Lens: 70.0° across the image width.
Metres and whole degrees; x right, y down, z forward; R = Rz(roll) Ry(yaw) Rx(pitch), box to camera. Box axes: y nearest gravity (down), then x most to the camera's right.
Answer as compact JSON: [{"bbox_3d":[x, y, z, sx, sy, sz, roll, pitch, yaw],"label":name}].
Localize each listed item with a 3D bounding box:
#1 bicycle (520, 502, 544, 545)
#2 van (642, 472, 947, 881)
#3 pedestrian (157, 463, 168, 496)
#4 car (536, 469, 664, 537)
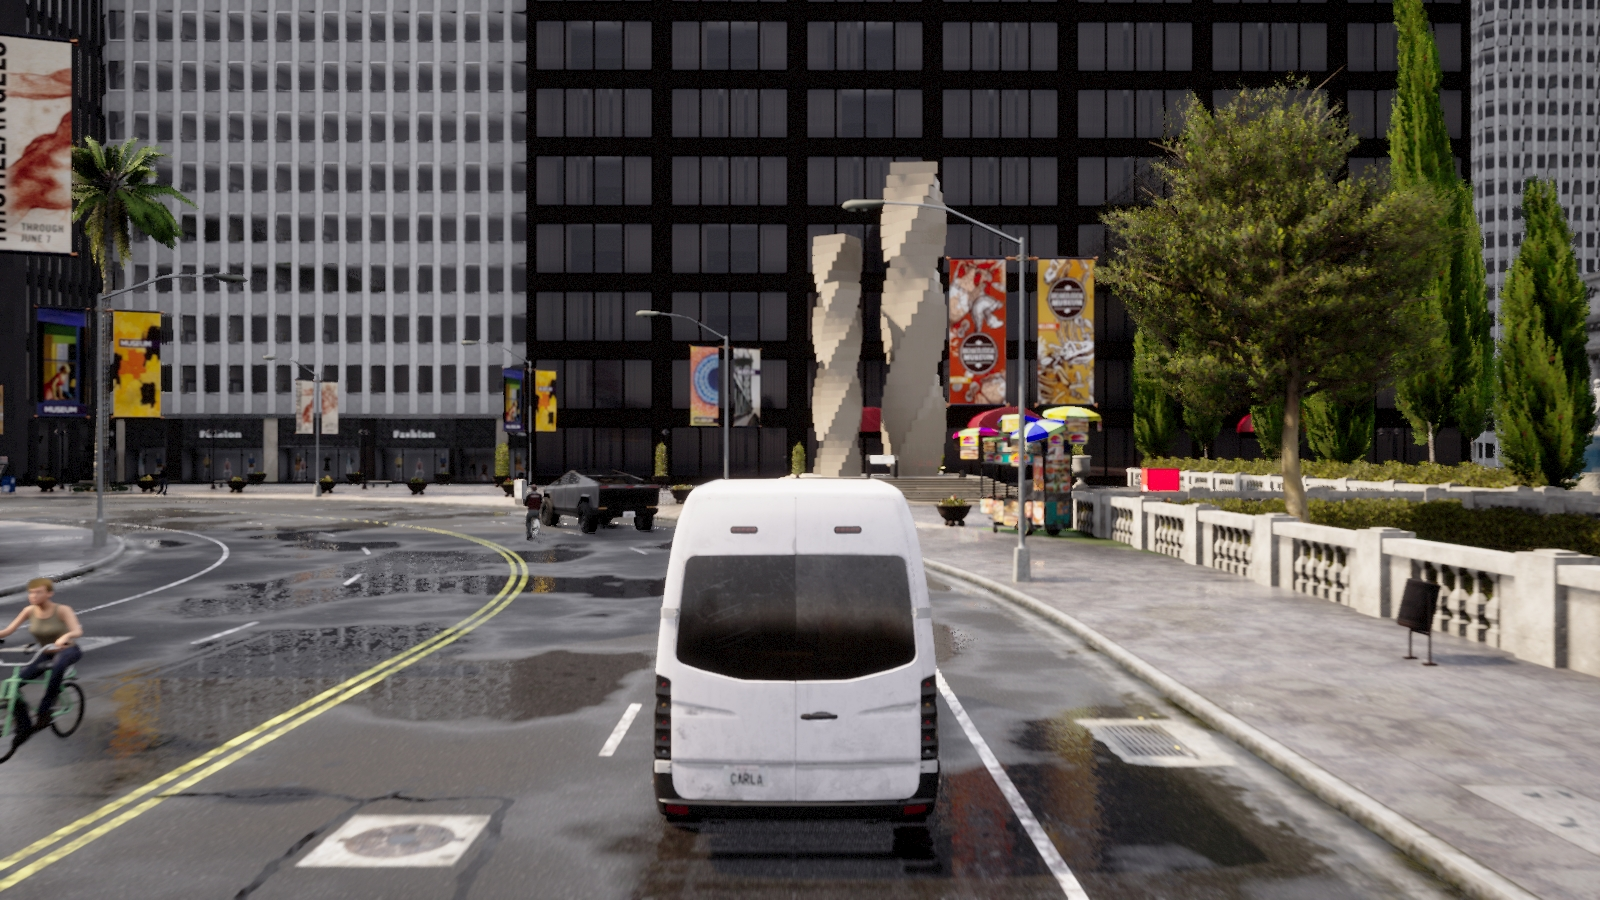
[{"bbox_3d":[-8.127,2.210,34.617,0.329,1.171,1.835,-1,0,-26],"label":"bicycle"},{"bbox_3d":[-0.043,1.534,10.418,1.988,2.561,5.915,0,0,0],"label":"van"},{"bbox_3d":[-36.522,1.698,65.427,0.375,1.860,0.375,0,0,16],"label":"pedestrian"},{"bbox_3d":[-7.135,1.753,40.073,2.390,2.098,6.274,0,0,-30],"label":"car"}]
